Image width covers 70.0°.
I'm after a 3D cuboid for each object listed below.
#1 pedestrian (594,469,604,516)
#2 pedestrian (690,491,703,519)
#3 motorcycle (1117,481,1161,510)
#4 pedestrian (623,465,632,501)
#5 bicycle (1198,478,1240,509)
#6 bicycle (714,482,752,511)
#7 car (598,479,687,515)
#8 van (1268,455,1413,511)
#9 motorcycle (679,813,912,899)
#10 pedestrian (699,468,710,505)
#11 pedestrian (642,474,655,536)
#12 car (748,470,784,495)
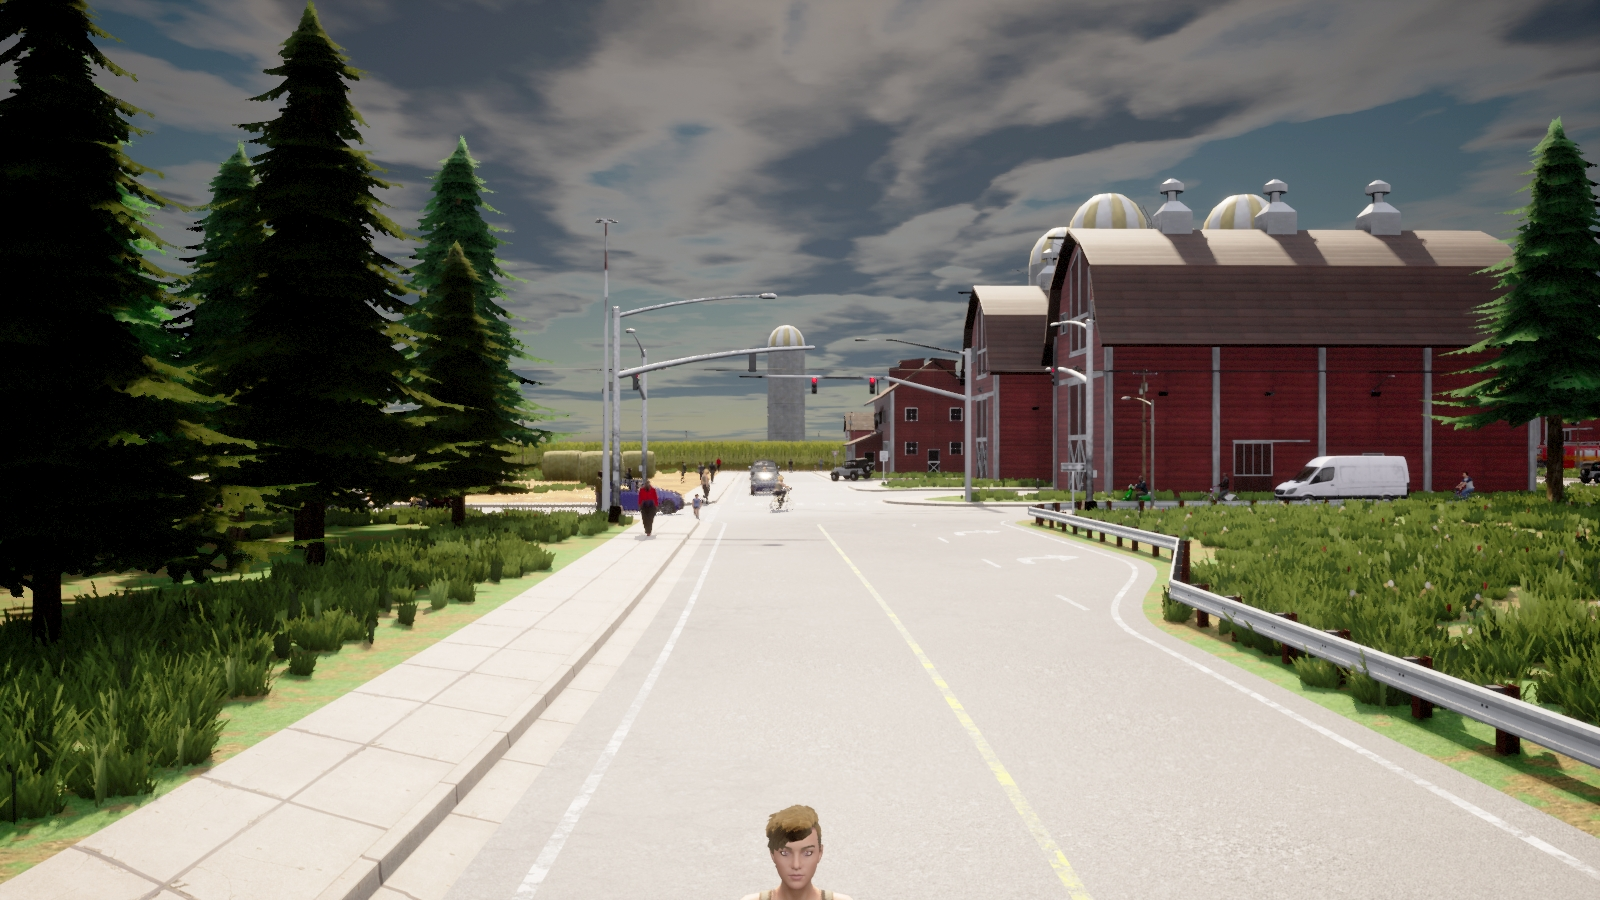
[{"bbox_3d":[-8.057,1.699,45.829,0.375,1.860,0.375,0,0,-8],"label":"pedestrian"},{"bbox_3d":[-4.140,2.217,45.753,0.500,1.100,0.500,0,0,1],"label":"pedestrian"},{"bbox_3d":[15.989,2.145,53.899,1.805,1.316,0.856,0,0,-1],"label":"motorcycle"},{"bbox_3d":[-8.822,1.693,58.552,0.375,1.860,0.375,0,0,5],"label":"pedestrian"},{"bbox_3d":[19.800,2.064,53.998,1.835,1.471,0.329,0,0,-1],"label":"bicycle"},{"bbox_3d":[-3.064,2.146,52.355,1.487,1.276,0.859,0,-3,-44],"label":"bicycle"},{"bbox_3d":[-6.857,2.038,49.959,3.633,1.501,1.845,0,0,-1],"label":"car"},{"bbox_3d":[25.535,1.538,54.103,5.915,2.561,1.988,0,0,-1],"label":"van"},{"bbox_3d":[-0.013,2.128,3.457,0.764,1.307,2.356,0,0,0],"label":"motorcycle"},{"bbox_3d":[-4.844,1.831,57.849,0.375,1.860,0.375,0,0,-40],"label":"pedestrian"},{"bbox_3d":[-4.606,1.672,34.762,0.375,1.860,0.375,0,0,-1],"label":"pedestrian"},{"bbox_3d":[-2.153,2.036,72.119,2.163,1.488,4.792,0,0,-2],"label":"car"}]
